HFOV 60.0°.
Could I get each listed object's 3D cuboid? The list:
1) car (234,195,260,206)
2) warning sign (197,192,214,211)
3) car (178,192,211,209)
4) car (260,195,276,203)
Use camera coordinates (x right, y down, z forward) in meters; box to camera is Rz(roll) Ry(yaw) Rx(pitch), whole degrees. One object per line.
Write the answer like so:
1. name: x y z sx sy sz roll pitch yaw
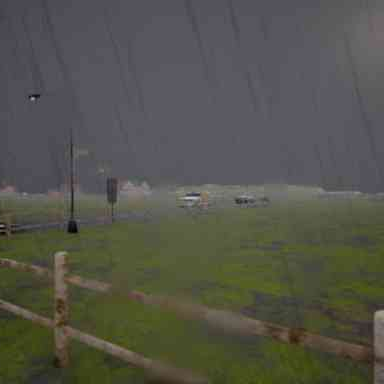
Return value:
1. car: 7.897 1.191 48.812 1.882 1.535 5.008 0 0 31
2. warning sign: 1.348 0.901 33.119 1.300 1.860 1.060 0 0 31
3. car: 0.413 0.982 41.889 2.150 2.045 5.566 0 0 31
4. car: 13.108 1.199 57.652 1.812 1.442 4.674 0 0 31
